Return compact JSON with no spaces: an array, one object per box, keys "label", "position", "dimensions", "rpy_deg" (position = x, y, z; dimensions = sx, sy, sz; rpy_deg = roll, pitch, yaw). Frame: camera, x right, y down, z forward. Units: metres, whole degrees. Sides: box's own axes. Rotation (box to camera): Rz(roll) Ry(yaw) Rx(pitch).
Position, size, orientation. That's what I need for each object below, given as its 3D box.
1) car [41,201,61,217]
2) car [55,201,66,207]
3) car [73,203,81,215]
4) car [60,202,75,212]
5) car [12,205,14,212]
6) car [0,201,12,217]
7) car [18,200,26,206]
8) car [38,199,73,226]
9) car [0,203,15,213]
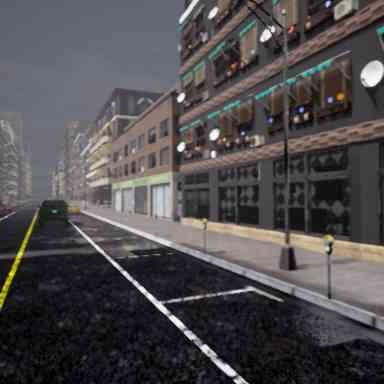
[{"label":"car","position":[-16.699,1.928,39.301],"dimensions":[2.097,1.767,4.553],"rpy_deg":[0,-1,-24]},{"label":"car","position":[-28.792,2.597,72.832],"dimensions":[2.008,1.369,4.403],"rpy_deg":[0,-1,-24]},{"label":"car","position":[-15.094,2.122,42.103],"dimensions":[1.752,1.417,4.829],"rpy_deg":[0,-1,-24]},{"label":"car","position":[-19.614,2.290,52.242],"dimensions":[1.887,1.381,4.507],"rpy_deg":[0,-1,-24]},{"label":"car","position":[-24.975,2.129,43.687],"dimensions":[1.967,1.590,4.097],"rpy_deg":[0,-1,-24]},{"label":"car","position":[-22.681,1.929,38.542],"dimensions":[2.192,1.841,5.009],"rpy_deg":[0,-1,-24]},{"label":"car","position":[-43.332,2.840,84.865],"dimensions":[2.008,1.369,4.403],"rpy_deg":[0,-1,-24]},{"label":"car","position":[-11.329,1.619,27.271],"dimensions":[2.150,2.045,5.566],"rpy_deg":[0,-1,-24]},{"label":"car","position":[-27.269,2.309,48.834],"dimensions":[1.887,1.381,4.507],"rpy_deg":[0,-1,-24]}]
